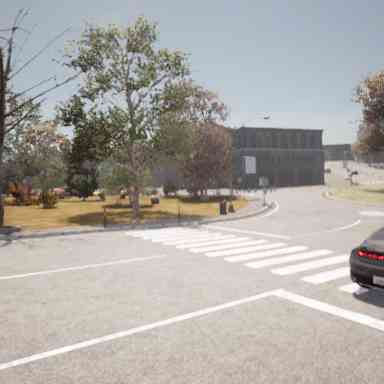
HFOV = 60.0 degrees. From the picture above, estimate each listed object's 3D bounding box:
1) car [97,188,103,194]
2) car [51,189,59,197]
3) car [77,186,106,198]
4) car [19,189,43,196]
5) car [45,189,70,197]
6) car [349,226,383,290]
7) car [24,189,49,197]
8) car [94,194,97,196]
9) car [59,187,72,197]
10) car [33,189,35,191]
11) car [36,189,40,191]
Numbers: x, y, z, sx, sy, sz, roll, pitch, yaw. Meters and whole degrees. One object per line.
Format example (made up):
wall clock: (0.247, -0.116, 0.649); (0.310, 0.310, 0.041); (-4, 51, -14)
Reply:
car: (-14.393, 0.008, 60.122); (2.185, 1.767, 4.553); (-2, 2, 16)
car: (-26.246, -0.033, 69.095); (2.435, 2.045, 5.566); (-1, 2, 17)
car: (-19.147, -0.054, 63.739); (2.435, 2.045, 5.566); (-2, 2, 17)
car: (-37.897, 0.077, 78.342); (2.097, 1.535, 5.008); (0, 3, 19)
car: (-28.592, 0.203, 70.953); (2.231, 1.521, 4.892); (-1, 2, 18)
car: (5.596, 1.429, 7.701); (4.892, 1.490, 1.837); (-1, 0, -35)
car: (-35.642, 0.117, 76.302); (1.946, 1.575, 5.366); (0, 3, 18)
car: (-16.806, 0.175, 61.748); (1.946, 1.575, 5.366); (-1, 2, 17)
car: (-23.882, 0.252, 67.291); (2.163, 1.488, 4.792); (-1, 2, 17)
car: (-33.276, 0.020, 74.599); (2.185, 1.767, 4.553); (-1, 3, 18)
car: (-30.923, 0.176, 72.794); (2.097, 1.535, 5.008); (0, 3, 18)
